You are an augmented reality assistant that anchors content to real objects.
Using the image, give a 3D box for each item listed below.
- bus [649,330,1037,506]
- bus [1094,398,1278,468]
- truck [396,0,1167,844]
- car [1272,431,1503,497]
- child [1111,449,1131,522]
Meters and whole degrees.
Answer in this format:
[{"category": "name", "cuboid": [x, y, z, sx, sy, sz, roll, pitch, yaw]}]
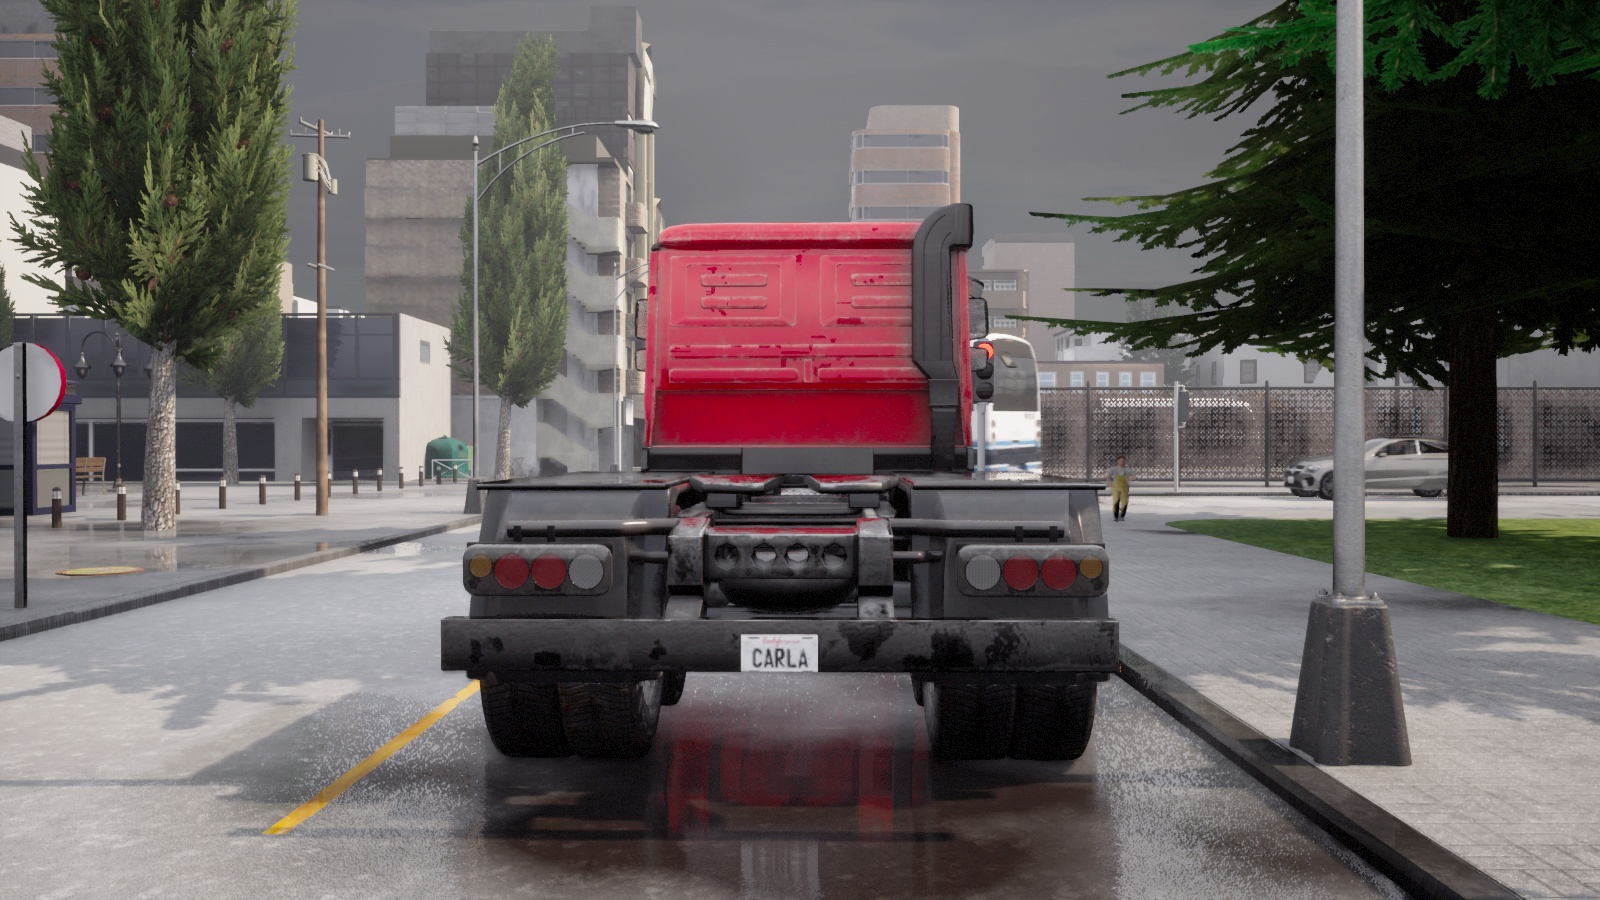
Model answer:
[{"category": "bus", "cuboid": [0.997, -0.827, 34.980, 10.273, 4.253, 3.944, 0, 1, 35]}, {"category": "bus", "cuboid": [23.857, -1.052, 78.208, 10.273, 4.253, 3.944, 0, 0, 2]}, {"category": "truck", "cuboid": [0.020, -0.284, 8.679, 2.891, 3.462, 7.936, 0, 0, 1]}, {"category": "car", "cuboid": [15.303, 0.352, 32.915, 5.027, 1.651, 2.152, 0, 0, 0]}, {"category": "child", "cuboid": [5.601, 0.617, 21.917, 0.270, 1.263, 0.437, 0, 0, 6]}]
